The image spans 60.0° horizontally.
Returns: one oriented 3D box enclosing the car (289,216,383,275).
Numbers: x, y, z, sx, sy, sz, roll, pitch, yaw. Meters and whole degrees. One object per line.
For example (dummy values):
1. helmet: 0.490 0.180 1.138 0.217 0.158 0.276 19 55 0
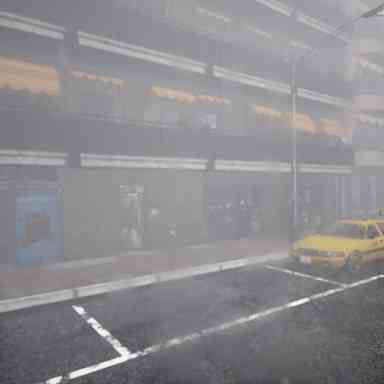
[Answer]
1. car: 4.934 1.431 10.088 4.829 1.417 1.752 -1 0 -35
